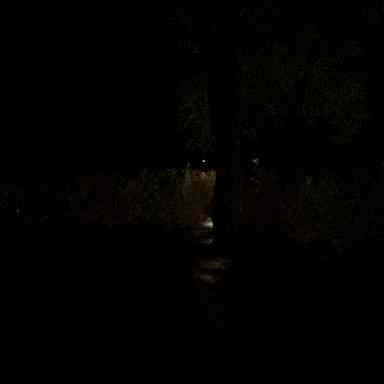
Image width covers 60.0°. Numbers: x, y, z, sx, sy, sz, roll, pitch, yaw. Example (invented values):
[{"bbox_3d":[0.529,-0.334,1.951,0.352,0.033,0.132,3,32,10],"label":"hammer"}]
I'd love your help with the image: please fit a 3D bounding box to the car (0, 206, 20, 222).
[{"bbox_3d":[-15.764,1.436,25.532,2.097,1.767,4.553,0,-1,40],"label":"car"}]
